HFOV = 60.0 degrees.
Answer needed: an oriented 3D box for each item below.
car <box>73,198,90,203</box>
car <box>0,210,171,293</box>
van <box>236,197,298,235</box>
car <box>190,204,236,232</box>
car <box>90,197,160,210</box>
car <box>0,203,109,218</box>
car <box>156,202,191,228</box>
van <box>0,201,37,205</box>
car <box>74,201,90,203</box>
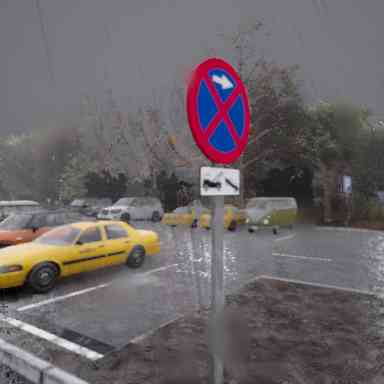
[{"bbox_3d":[-9.057,1.522,28.648,2.435,2.045,5.566,-2,-1,35],"label":"car"},{"bbox_3d":[-3.114,1.509,9.307,1.946,1.575,5.366,-1,0,35],"label":"car"},{"bbox_3d":[4.512,1.282,19.024,1.878,1.987,4.442,-1,0,35],"label":"van"},{"bbox_3d":[2.402,1.532,20.878,1.946,1.575,5.366,-1,0,35],"label":"car"},{"bbox_3d":[-4.576,1.404,25.526,2.435,2.045,5.566,-2,-1,35],"label":"car"},{"bbox_3d":[-5.377,1.414,11.163,2.185,1.767,4.553,-1,0,35],"label":"car"},{"bbox_3d":[0.226,1.563,22.409,1.946,1.575,5.366,-1,-1,35],"label":"car"},{"bbox_3d":[-7.814,1.355,12.980,1.878,1.987,4.442,-1,-1,35],"label":"van"},{"bbox_3d":[-6.850,1.715,27.137,2.231,1.521,4.892,-2,-1,35],"label":"car"}]
